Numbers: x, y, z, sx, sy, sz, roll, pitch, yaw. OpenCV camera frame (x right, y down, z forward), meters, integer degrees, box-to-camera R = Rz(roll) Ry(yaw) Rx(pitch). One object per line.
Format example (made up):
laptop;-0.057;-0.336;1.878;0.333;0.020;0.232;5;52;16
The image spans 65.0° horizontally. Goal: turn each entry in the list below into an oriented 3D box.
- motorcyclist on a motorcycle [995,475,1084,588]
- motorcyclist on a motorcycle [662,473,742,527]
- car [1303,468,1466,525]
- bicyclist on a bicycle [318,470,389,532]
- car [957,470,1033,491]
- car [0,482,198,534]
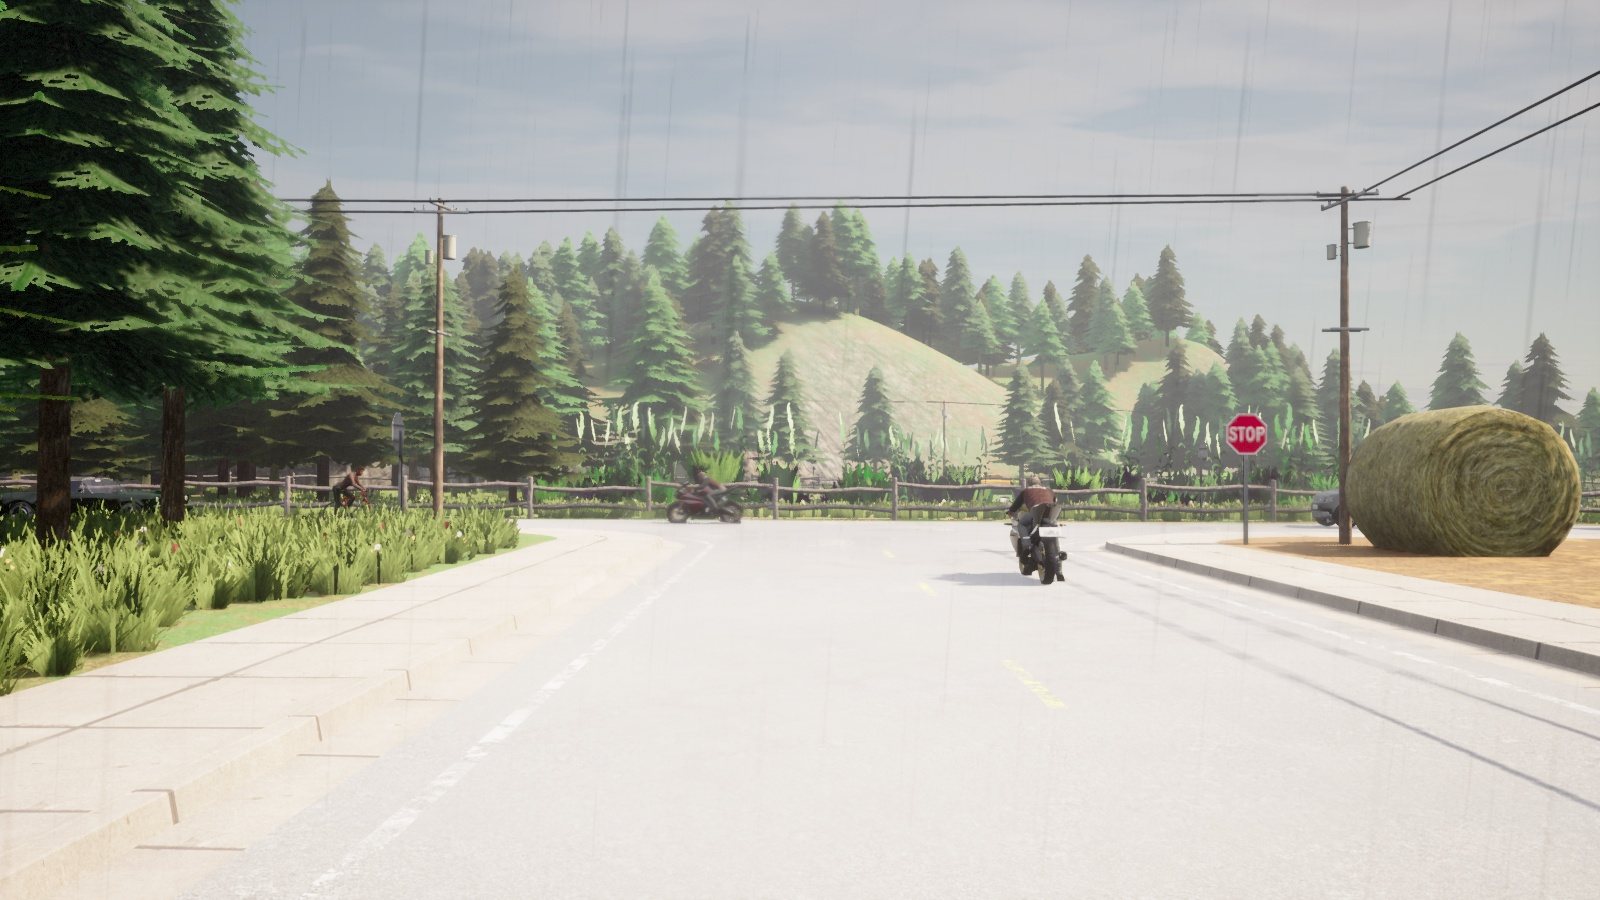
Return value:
motorcyclist on a motorcycle;3.450;1.142;18.311;0.866;1.530;2.191;0;-1;0
motorcyclist on a motorcycle;-2.793;1.432;36.080;2.191;1.530;0.866;0;-1;3
car;16.323;1.282;35.205;3.705;1.549;1.789;0;-1;3
bicyclist on a bicycle;-11.723;1.331;32.987;1.656;1.620;0.582;0;-1;3
car;14.601;2.268;94.024;5.366;1.575;1.801;0;-1;-5
car;-18.776;1.512;33.294;4.718;1.301;1.895;0;-1;2
